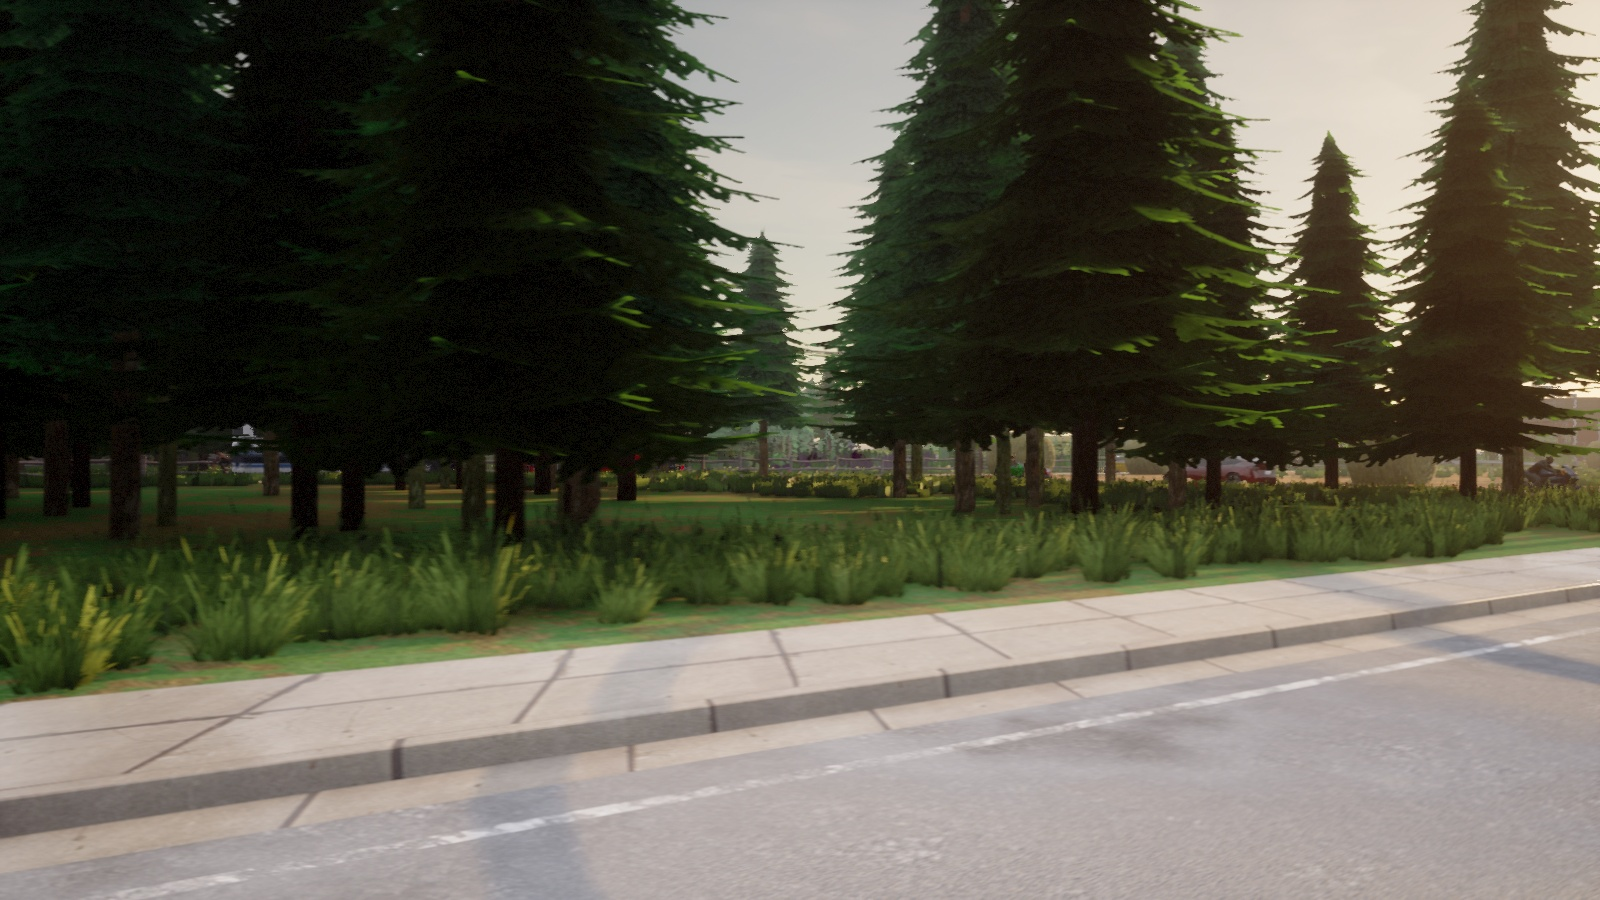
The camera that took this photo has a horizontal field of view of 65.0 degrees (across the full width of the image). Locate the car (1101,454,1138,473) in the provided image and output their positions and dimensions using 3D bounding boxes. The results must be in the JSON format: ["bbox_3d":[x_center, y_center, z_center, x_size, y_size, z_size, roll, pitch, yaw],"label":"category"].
[{"bbox_3d":[23.164,0.969,90.914,2.207,1.376,1.481,0,0,-33],"label":"car"}]

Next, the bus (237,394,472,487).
[{"bbox_3d":[-21.826,-0.437,61.846,10.273,4.253,3.944,0,0,-34],"label":"bus"}]

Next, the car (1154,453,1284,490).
[{"bbox_3d":[17.397,0.865,52.377,2.163,1.488,4.792,0,0,-36],"label":"car"}]

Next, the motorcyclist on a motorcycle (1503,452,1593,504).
[{"bbox_3d":[22.960,0.854,38.588,0.866,1.530,2.191,0,-1,-36],"label":"motorcyclist on a motorcycle"}]

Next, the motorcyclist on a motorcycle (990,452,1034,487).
[{"bbox_3d":[9.647,0.876,57.195,0.797,1.523,2.044,0,0,-36],"label":"motorcyclist on a motorcycle"}]

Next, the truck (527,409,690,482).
[{"bbox_3d":[-10.491,-0.232,69.247,8.468,3.827,2.891,0,0,-32],"label":"truck"}]
